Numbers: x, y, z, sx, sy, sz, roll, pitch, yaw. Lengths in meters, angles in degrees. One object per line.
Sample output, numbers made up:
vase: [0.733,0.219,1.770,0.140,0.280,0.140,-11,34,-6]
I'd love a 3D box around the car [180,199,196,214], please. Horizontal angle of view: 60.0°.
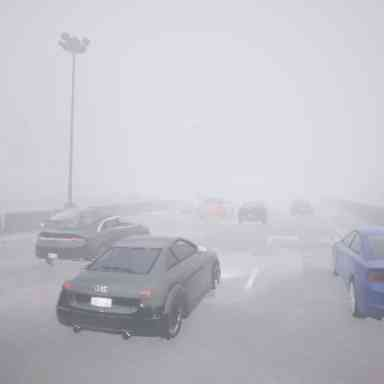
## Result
car: [0.137,1.419,33.766,1.812,1.442,4.674,0,0,17]

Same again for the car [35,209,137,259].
car: [-3.028,1.493,11.259,2.128,1.511,4.902,0,0,17]

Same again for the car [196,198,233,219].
car: [2.195,1.270,28.488,2.097,1.767,4.553,0,0,17]

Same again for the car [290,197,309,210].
car: [13.266,1.372,41.110,2.033,1.411,5.357,0,0,17]

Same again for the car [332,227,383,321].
car: [4.205,1.478,7.113,1.882,1.535,5.008,0,0,17]

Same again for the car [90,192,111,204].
car: [-12.901,1.044,51.753,2.150,2.045,5.566,0,0,17]

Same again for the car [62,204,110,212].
car: [-5.232,1.519,16.051,1.812,1.442,4.674,0,0,17]

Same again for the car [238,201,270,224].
car: [4.630,1.412,24.459,1.882,1.535,5.008,0,0,17]

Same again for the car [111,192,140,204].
car: [-9.553,1.043,50.737,2.150,2.045,5.566,0,0,17]

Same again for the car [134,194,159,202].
car: [-6.310,1.347,49.368,1.812,1.442,4.674,0,0,17]

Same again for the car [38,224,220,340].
car: [-0.735,1.569,6.759,1.994,1.385,4.181,0,0,17]

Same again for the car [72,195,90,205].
car: [-16.693,1.186,51.292,2.097,1.767,4.553,0,0,17]

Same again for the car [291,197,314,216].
car: [10.376,1.448,31.445,1.994,1.385,4.181,0,0,17]
